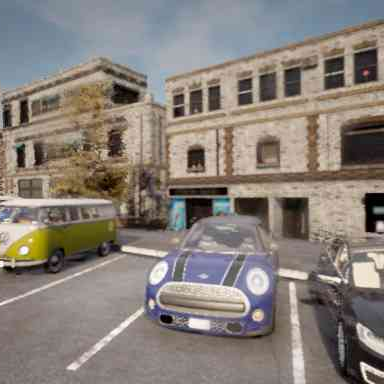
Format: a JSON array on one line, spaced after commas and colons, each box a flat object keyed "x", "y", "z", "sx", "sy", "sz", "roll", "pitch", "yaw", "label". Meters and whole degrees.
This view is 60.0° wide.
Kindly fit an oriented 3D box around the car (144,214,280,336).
[{"x": 0.715, "y": 1.339, "z": 6.980, "sx": 2.185, "sy": 1.767, "sz": 4.553, "roll": 1, "pitch": 0, "yaw": 16, "label": "car"}]

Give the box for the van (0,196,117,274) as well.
[{"x": -4.100, "y": 1.201, "z": 10.245, "sx": 1.878, "sy": 1.987, "sz": 4.442, "roll": 1, "pitch": 0, "yaw": 15, "label": "van"}]

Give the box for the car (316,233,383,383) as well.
[{"x": 3.093, "y": 1.485, "z": 5.253, "sx": 2.231, "sy": 1.521, "sz": 4.892, "roll": 1, "pitch": 0, "yaw": 16, "label": "car"}]
